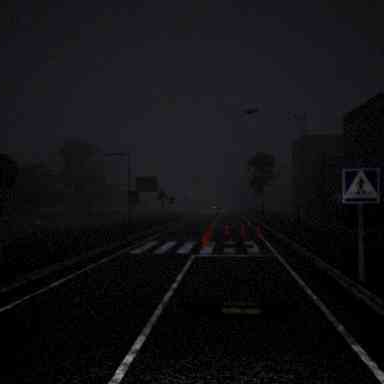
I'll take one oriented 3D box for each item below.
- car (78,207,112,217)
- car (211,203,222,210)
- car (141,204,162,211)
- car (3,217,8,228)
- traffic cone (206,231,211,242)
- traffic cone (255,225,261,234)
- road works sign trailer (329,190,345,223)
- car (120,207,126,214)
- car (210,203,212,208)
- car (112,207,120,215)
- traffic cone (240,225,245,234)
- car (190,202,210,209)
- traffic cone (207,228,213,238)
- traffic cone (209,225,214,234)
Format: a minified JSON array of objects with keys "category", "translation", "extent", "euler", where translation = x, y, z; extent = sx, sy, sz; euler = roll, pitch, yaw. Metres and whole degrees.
[{"category":"car","translation":[-15.832,3.276,53.361],"extent":[4.674,1.452,2.002],"euler":[-1,-2,7]},{"category":"car","translation":[6.531,3.894,84.421],"extent":[1.837,1.490,4.892],"euler":[-1,-2,6]},{"category":"car","translation":[-11.480,4.371,91.280],"extent":[5.008,1.535,2.097],"euler":[-1,-2,7]},{"category":"car","translation":[-18.640,2.392,29.203],"extent":[4.553,1.767,2.185],"euler":[-1,-2,6]},{"category":"traffic cone","translation":[0.599,2.282,15.731],"extent":[0.340,0.580,0.340],"euler":[-1,-2,6]},{"category":"traffic cone","translation":[4.249,2.399,21.358],"extent":[0.340,0.580,0.340],"euler":[-1,-2,7]},{"category":"road works sign trailer","translation":[16.320,2.114,36.708],"extent":[2.380,3.560,2.880],"euler":[5,44,28]},{"category":"car","translation":[-15.095,3.430,59.867],"extent":[5.008,1.535,2.097],"euler":[-1,-2,7]},{"category":"car","translation":[2.109,4.043,95.337],"extent":[5.566,2.045,2.435],"euler":[-1,-2,6]},{"category":"car","translation":[-15.457,3.334,56.615],"extent":[4.892,1.521,2.231],"euler":[-1,-2,6]},{"category":"traffic cone","translation":[3.256,2.419,21.469],"extent":[0.340,0.580,0.340],"euler":[-1,-2,6]},{"category":"car","translation":[1.829,4.200,92.542],"extent":[4.892,1.521,2.231],"euler":[-1,-2,7]},{"category":"traffic cone","translation":[0.823,2.340,17.718],"extent":[0.340,0.580,0.340],"euler":[-1,-2,6]},{"category":"traffic cone","translation":[1.047,2.399,19.705],"extent":[0.340,0.580,0.340],"euler":[-1,-2,6]}]
